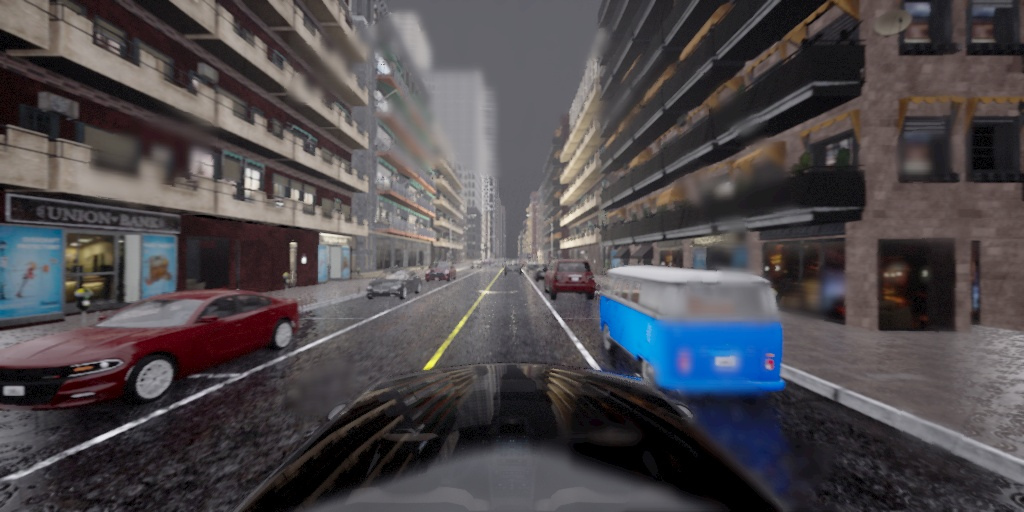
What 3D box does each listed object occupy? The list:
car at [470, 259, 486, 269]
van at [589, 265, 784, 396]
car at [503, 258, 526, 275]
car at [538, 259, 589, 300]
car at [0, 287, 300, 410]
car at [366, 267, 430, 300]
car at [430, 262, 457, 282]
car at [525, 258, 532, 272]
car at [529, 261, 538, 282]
[{"bbox_3d":[-5.675,1.335,57.485,2.007,1.370,4.403,0,0,0],"label":"car"},{"bbox_3d":[2.692,1.093,6.343,1.690,1.789,3.998,0,0,0],"label":"van"},{"bbox_3d":[0.109,1.259,39.490,2.128,1.511,4.902,0,0,0],"label":"car"},{"bbox_3d":[2.694,1.071,17.708,2.192,1.841,5.009,0,0,0],"label":"car"},{"bbox_3d":[-5.689,1.297,6.343,1.888,1.381,4.507,0,0,0],"label":"car"},{"bbox_3d":[-5.686,1.307,17.708,2.007,1.370,4.403,0,0,0],"label":"car"},{"bbox_3d":[-5.683,1.202,29.072,1.967,1.591,4.097,0,0,0],"label":"car"},{"bbox_3d":[2.702,1.325,46.120,2.007,1.370,4.403,0,0,0],"label":"car"},{"bbox_3d":[2.698,1.329,29.072,1.948,1.339,4.313,0,0,0],"label":"car"}]
